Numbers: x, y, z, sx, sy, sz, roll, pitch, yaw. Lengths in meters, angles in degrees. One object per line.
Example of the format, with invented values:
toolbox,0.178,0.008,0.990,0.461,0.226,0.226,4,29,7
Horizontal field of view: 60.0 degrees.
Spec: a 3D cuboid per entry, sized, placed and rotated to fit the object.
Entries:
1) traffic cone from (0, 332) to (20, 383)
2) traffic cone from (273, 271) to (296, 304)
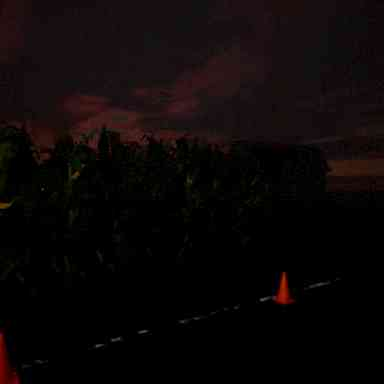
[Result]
traffic cone,-2.236,1.951,3.907,0.340,0.580,0.340,0,0,-35
traffic cone,1.885,1.919,6.784,0.340,0.580,0.340,0,0,-35
